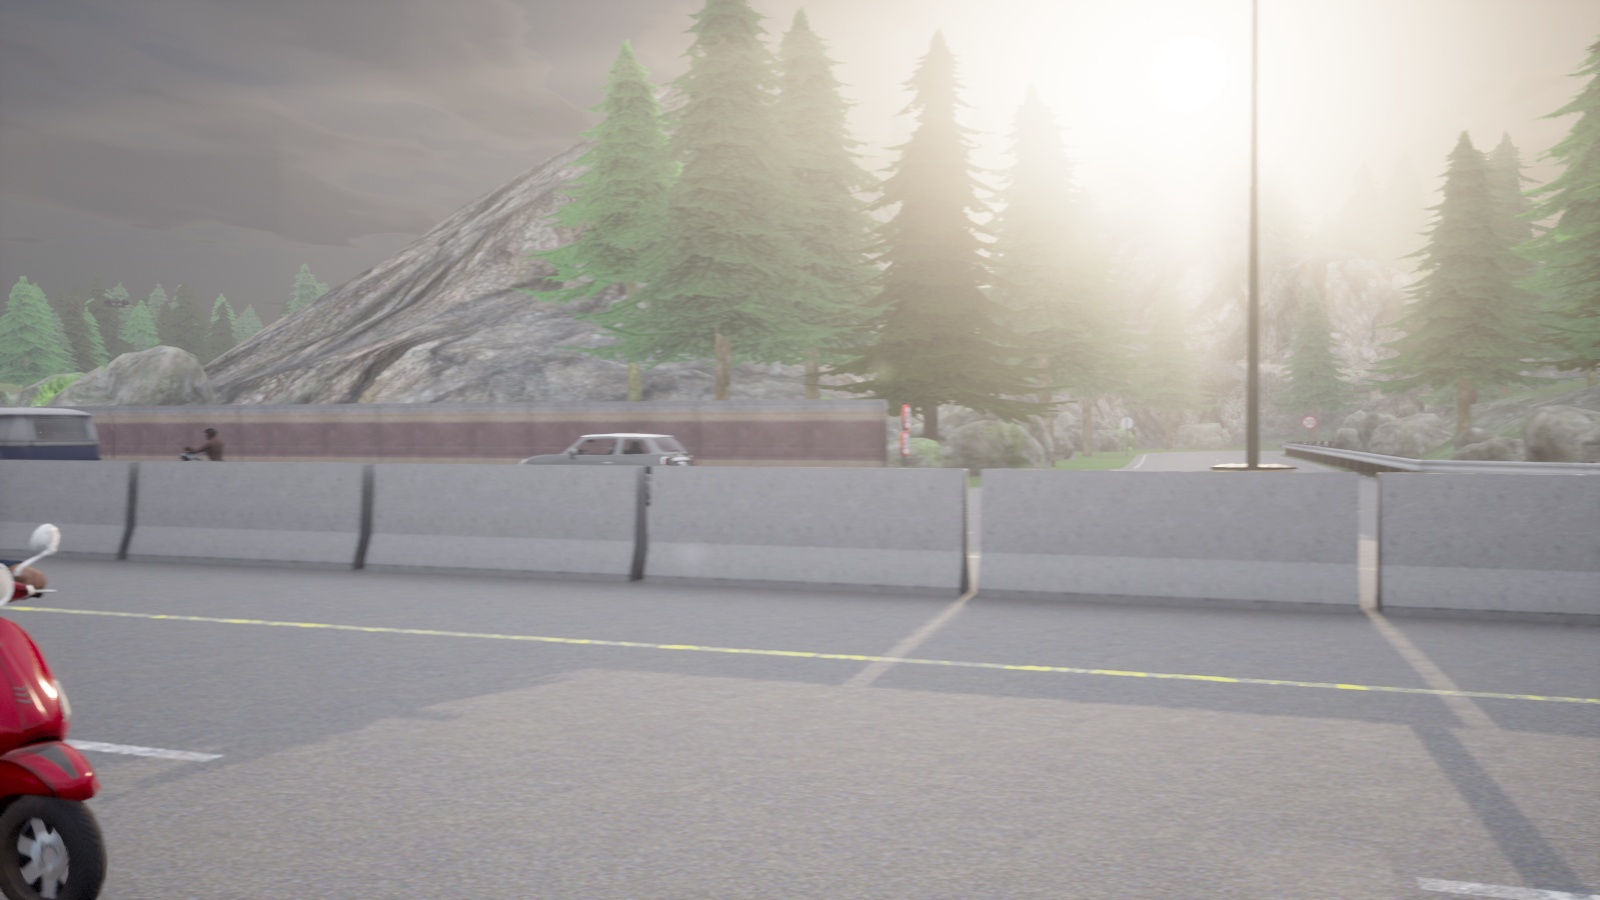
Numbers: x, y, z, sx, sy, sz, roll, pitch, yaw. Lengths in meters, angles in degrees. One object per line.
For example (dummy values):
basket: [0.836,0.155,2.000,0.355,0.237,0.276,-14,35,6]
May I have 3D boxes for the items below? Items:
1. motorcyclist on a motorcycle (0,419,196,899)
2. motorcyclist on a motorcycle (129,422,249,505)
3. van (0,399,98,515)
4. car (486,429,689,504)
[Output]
motorcyclist on a motorcycle: [-3.095,0.688,4.234,1.817,1.590,0.866,1,1,19]
motorcyclist on a motorcycle: [-12.604,0.261,25.895,2.350,1.649,0.766,1,1,19]
van: [-15.403,0.092,23.141,4.442,1.987,1.775,1,1,19]
car: [-4.520,0.310,26.868,3.806,1.475,1.970,1,1,19]
